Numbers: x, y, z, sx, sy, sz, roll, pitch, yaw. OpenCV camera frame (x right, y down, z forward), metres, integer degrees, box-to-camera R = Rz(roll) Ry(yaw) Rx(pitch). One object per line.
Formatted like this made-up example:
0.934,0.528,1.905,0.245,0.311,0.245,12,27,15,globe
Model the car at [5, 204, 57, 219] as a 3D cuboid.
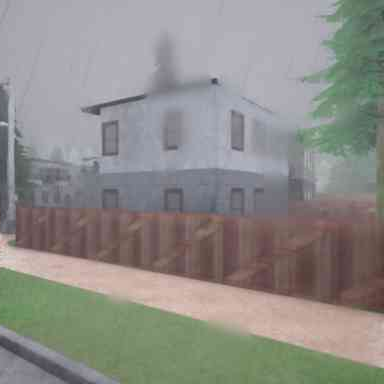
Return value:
-12.746,1.645,27.462,1.895,1.301,4.718,0,0,28,car
